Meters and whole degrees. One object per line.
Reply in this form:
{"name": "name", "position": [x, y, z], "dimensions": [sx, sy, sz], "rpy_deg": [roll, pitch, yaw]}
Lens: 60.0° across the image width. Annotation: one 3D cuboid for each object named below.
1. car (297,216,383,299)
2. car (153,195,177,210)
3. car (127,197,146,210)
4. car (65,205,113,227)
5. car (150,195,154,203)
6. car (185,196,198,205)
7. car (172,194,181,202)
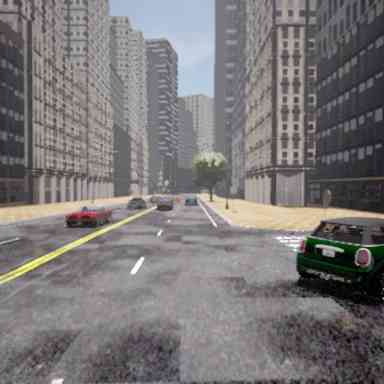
{"name": "car", "position": [5.005, 1.466, 9.055], "dimensions": [4.553, 1.767, 2.097], "rpy_deg": [0, 2, -34]}
{"name": "car", "position": [-3.299, 1.425, 41.572], "dimensions": [2.033, 1.411, 5.357], "rpy_deg": [0, 0, 0]}
{"name": "car", "position": [-6.742, 1.402, 40.965], "dimensions": [1.812, 1.442, 4.674], "rpy_deg": [0, 0, 0]}
{"name": "car", "position": [-6.682, 1.531, 21.927], "dimensions": [1.895, 1.301, 4.718], "rpy_deg": [0, 0, 0]}
{"name": "car", "position": [-6.720, 1.318, 61.944], "dimensions": [2.128, 1.511, 4.902], "rpy_deg": [0, 0, 0]}
{"name": "car", "position": [-0.093, 1.337, 54.379], "dimensions": [2.128, 1.511, 4.902], "rpy_deg": [0, 0, 0]}
{"name": "car", "position": [-3.418, 1.154, 69.032], "dimensions": [2.097, 1.767, 4.553], "rpy_deg": [0, 0, 0]}
